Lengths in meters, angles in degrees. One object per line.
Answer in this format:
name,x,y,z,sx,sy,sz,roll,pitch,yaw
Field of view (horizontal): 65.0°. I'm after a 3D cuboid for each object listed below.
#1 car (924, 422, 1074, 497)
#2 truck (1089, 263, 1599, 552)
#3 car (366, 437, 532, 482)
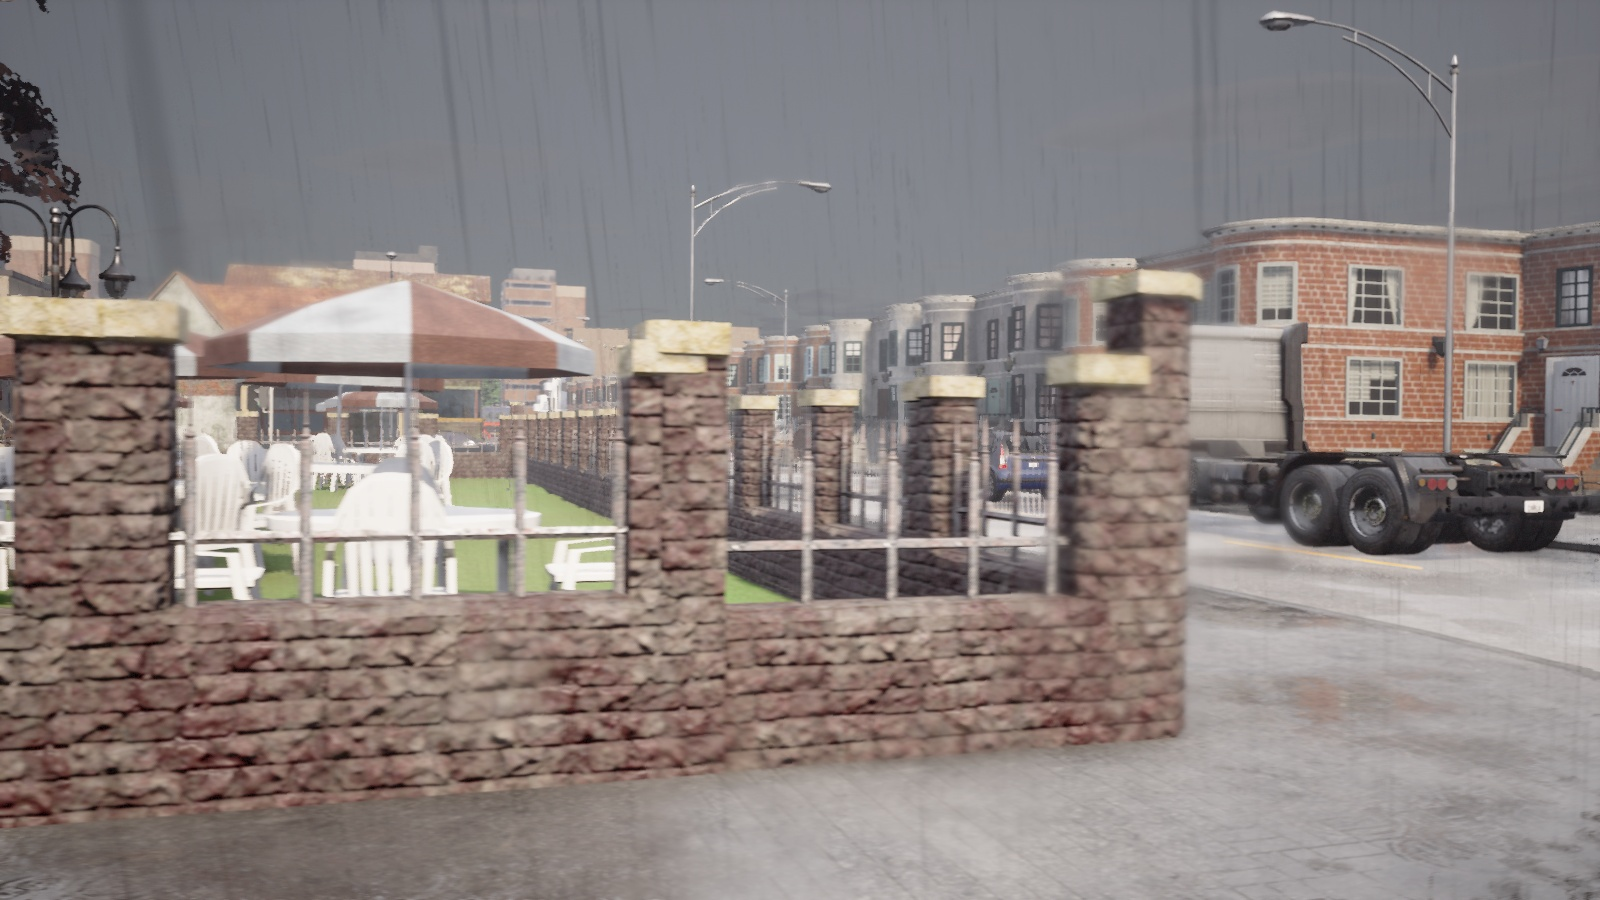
car,4.553,0.183,29.359,1.851,1.617,3.988,-1,1,-18
truck,7.840,-0.574,19.275,2.891,3.462,7.936,-1,1,-18
car,-12.028,0.296,43.122,5.357,1.411,2.033,-1,1,-18
